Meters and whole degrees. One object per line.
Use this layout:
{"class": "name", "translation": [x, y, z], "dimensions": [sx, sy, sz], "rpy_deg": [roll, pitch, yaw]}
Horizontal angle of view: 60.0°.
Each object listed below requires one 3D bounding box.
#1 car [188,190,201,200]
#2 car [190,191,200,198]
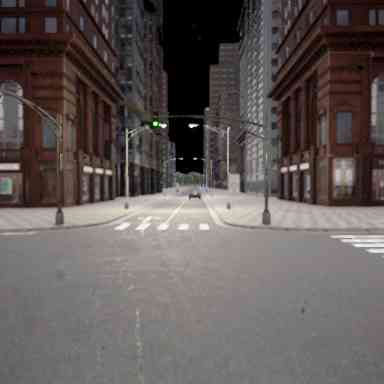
{"class": "car", "translation": [0.499, 0.381, 56.470], "dimensions": [2.097, 1.767, 4.553], "rpy_deg": [0, 1, 1]}
{"class": "car", "translation": [0.655, 0.475, 66.538], "dimensions": [1.895, 1.301, 4.718], "rpy_deg": [0, 1, 1]}
